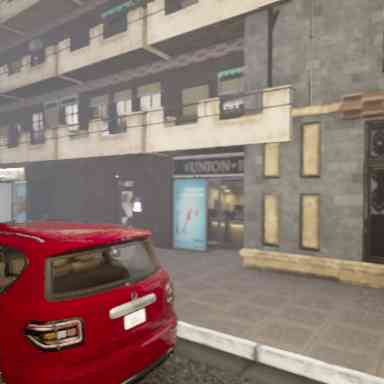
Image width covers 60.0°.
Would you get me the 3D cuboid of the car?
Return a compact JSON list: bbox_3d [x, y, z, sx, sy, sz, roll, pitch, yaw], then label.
[{"bbox_3d":[-2.500,1.326,4.640,5.009,1.841,2.192,0,1,36],"label":"car"}]
